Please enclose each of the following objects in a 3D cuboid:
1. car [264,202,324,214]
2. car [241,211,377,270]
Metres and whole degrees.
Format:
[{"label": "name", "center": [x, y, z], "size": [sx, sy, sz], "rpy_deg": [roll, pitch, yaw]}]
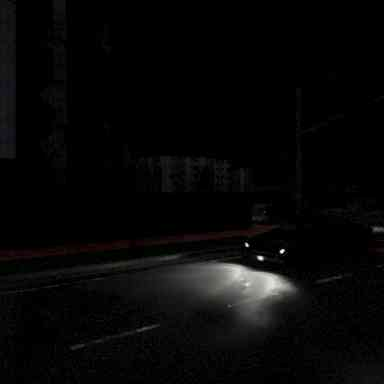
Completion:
[{"label": "car", "center": [7.585, 1.492, 24.738], "size": [2.128, 1.511, 4.902], "rpy_deg": [0, 0, -36]}, {"label": "car", "center": [4.165, 1.547, 11.273], "size": [5.357, 1.411, 2.033], "rpy_deg": [0, 0, -36]}]
